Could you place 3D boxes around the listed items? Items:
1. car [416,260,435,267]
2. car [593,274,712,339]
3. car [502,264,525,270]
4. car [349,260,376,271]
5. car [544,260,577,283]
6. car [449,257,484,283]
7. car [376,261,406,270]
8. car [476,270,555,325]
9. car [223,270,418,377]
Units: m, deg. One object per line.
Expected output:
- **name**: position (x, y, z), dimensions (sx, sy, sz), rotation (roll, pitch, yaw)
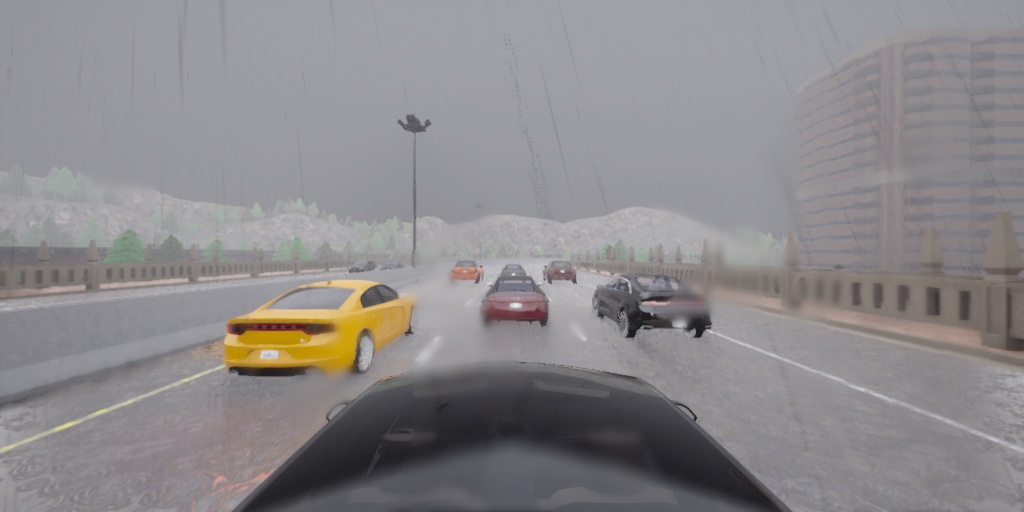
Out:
- **car**: position (-10.551, 1.281, 43.331), dimensions (1.837, 1.490, 4.892), rotation (0, 0, 0)
- **car**: position (3.605, 1.246, 10.077), dimensions (2.128, 1.511, 4.902), rotation (0, 0, 0)
- **car**: position (0.116, 1.330, 28.751), dimensions (1.994, 1.385, 4.181), rotation (0, 0, 0)
- **car**: position (-17.557, 1.279, 42.484), dimensions (1.837, 1.490, 4.892), rotation (0, 0, 0)
- **car**: position (3.614, 1.117, 27.762), dimensions (2.097, 1.767, 4.553), rotation (0, 0, 0)
- **car**: position (-3.386, 1.118, 27.869), dimensions (2.097, 1.767, 4.553), rotation (0, 0, 0)
- **car**: position (-14.053, 1.339, 42.628), dimensions (1.994, 1.385, 4.181), rotation (0, 0, 0)
- **car**: position (0.106, 1.320, 11.781), dimensions (1.994, 1.385, 4.181), rotation (0, 0, 0)
- **car**: position (-3.396, 1.231, 7.496), dimensions (1.882, 1.535, 5.008), rotation (0, 0, 0)
